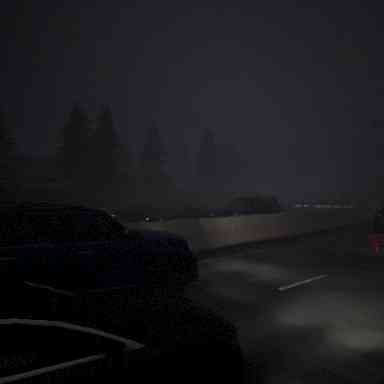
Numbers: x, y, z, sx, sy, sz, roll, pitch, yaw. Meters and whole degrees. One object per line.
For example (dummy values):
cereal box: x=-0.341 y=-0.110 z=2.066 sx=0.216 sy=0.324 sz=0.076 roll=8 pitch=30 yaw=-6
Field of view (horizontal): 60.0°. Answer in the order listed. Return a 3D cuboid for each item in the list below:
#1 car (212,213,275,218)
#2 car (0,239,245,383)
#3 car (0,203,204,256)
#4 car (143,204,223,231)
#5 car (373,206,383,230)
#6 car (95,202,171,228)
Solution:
car: x=3.567 y=1.269 z=21.126 sx=2.150 sy=2.045 sz=5.566 roll=0 pitch=0 yaw=45
car: x=-1.686 y=1.498 z=2.667 sx=4.902 sy=1.511 sz=2.128 roll=0 pitch=0 yaw=-36
car: x=-2.504 y=1.237 z=6.380 sx=5.566 sy=2.045 sz=2.150 roll=0 pitch=0 yaw=-37
car: x=-0.458 y=1.596 z=22.014 sx=5.357 sy=1.411 sz=2.033 roll=0 pitch=0 yaw=-43
car: x=12.569 y=1.534 z=20.304 sx=2.128 sy=1.511 sz=4.902 roll=0 pitch=0 yaw=43
car: x=-4.086 y=1.543 z=23.502 sx=4.902 sy=1.511 sz=2.128 roll=0 pitch=0 yaw=-43
